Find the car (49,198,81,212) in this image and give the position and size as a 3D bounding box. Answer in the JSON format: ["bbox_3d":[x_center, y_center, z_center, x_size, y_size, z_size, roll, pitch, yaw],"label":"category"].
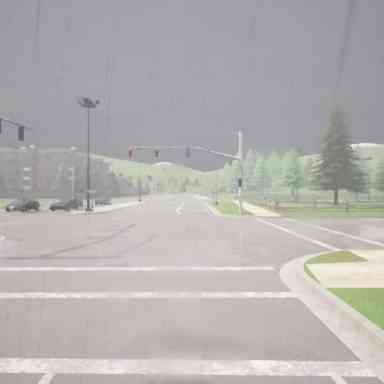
[{"bbox_3d":[-15.023,1.534,39.470,2.033,1.411,5.357,0,0,0],"label":"car"}]

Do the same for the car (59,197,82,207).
[{"bbox_3d":[-18.498,1.547,50.977,1.994,1.385,4.181,0,0,0],"label":"car"}]

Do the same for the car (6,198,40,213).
[{"bbox_3d":[-18.537,1.479,36.645,2.128,1.511,4.902,0,0,0],"label":"car"}]

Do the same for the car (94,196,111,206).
[{"bbox_3d":[-14.954,1.488,55.677,1.837,1.490,4.892,0,0,0],"label":"car"}]
